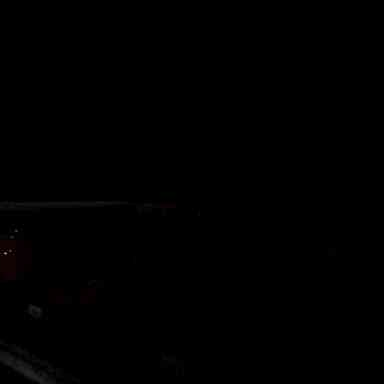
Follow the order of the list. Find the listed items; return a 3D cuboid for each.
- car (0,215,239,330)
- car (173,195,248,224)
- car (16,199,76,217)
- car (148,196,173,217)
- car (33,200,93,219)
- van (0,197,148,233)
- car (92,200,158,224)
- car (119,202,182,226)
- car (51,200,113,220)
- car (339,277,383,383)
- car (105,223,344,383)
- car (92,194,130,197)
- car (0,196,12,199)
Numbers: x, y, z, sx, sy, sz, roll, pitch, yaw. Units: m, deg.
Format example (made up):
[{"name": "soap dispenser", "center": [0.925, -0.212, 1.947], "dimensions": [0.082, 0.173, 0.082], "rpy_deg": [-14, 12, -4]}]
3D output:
[{"name": "car", "center": [-1.111, 1.503, 7.253], "dimensions": [2.163, 1.488, 4.792], "rpy_deg": [0, 0, 35]}, {"name": "car", "center": [1.601, 1.223, 21.374], "dimensions": [2.435, 2.045, 5.566], "rpy_deg": [0, 0, 35]}, {"name": "car", "center": [-14.173, 1.508, 32.617], "dimensions": [2.097, 1.535, 5.008], "rpy_deg": [0, 0, 35]}, {"name": "car", "center": [-0.569, 1.222, 22.916], "dimensions": [2.435, 2.045, 5.566], "rpy_deg": [0, 0, 35]}, {"name": "car", "center": [-11.917, 1.529, 30.983], "dimensions": [2.163, 1.488, 4.792], "rpy_deg": [0, 0, 35]}, {"name": "van", "center": [-3.447, 1.247, 8.806], "dimensions": [1.878, 1.987, 4.442], "rpy_deg": [0, 0, 35]}, {"name": "car", "center": [-5.094, 1.479, 26.162], "dimensions": [2.097, 1.535, 5.008], "rpy_deg": [0, 0, 35]}, {"name": "car", "center": [-2.923, 1.515, 24.622], "dimensions": [2.002, 1.452, 4.674], "rpy_deg": [0, 0, 35]}, {"name": "car", "center": [-9.613, 1.520, 29.417], "dimensions": [2.163, 1.488, 4.792], "rpy_deg": [0, 0, 35]}, {"name": "car", "center": [3.472, 1.473, 4.024], "dimensions": [2.097, 1.535, 5.008], "rpy_deg": [0, 0, 35]}, {"name": "car", "center": [1.174, 1.503, 5.629], "dimensions": [2.163, 1.488, 4.792], "rpy_deg": [0, 0, 35]}, {"name": "car", "center": [-7.378, 1.233, 27.758], "dimensions": [2.435, 2.045, 5.566], "rpy_deg": [0, 0, 35]}, {"name": "car", "center": [-16.548, 1.514, 34.085], "dimensions": [1.946, 1.575, 5.366], "rpy_deg": [0, 0, 35]}]
